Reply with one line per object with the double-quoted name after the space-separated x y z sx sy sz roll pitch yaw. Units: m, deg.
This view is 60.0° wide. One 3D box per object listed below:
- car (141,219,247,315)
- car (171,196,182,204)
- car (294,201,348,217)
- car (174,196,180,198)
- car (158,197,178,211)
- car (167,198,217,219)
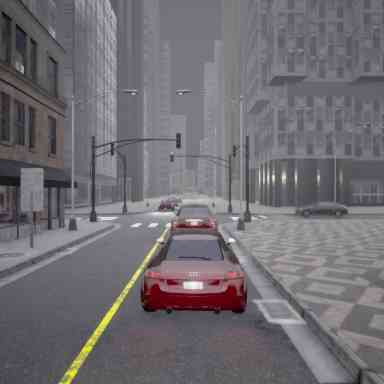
0.083 1.565 7.686 1.994 1.385 4.181 0 0 2 "car"
-3.041 1.577 65.957 1.812 1.442 4.674 0 0 1 "car"
11.740 1.543 30.358 4.674 1.442 1.812 0 0 1 "car"
-3.095 1.581 51.834 2.033 1.411 5.357 0 0 0 "car"
-3.098 1.624 41.313 1.895 1.301 4.718 0 0 0 "car"
0.150 1.356 16.307 2.097 1.767 4.553 0 0 2 "car"
